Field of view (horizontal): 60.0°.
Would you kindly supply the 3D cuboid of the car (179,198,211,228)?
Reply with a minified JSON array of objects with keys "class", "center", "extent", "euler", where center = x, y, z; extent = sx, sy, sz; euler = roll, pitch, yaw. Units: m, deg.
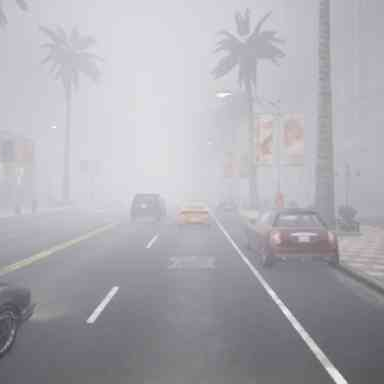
[{"class":"car","center":[0.184,1.384,21.631],"extent":[1.882,1.535,5.008],"euler":[0,0,1]}]

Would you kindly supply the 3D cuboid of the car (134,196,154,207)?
[{"class":"car","center":[-6.654,1.292,46.607],"extent":[2.128,1.511,4.902],"euler":[0,0,1]}]

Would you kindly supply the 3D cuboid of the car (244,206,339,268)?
[{"class":"car","center":[3.097,1.306,11.296],"extent":[2.185,1.767,4.553],"euler":[0,0,0]}]

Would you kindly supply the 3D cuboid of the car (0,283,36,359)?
[{"class":"car","center":[-3.401,1.535,2.821],"extent":[2.033,1.411,5.357],"euler":[0,0,0]}]

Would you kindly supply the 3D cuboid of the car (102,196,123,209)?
[{"class":"car","center":[-10.227,1.306,43.101],"extent":[2.128,1.511,4.902],"euler":[0,0,1]}]

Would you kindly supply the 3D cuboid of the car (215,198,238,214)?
[{"class":"car","center":[3.404,1.370,33.226],"extent":[2.161,1.482,4.786],"euler":[0,0,0]}]

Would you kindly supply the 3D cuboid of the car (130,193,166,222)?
[{"class":"car","center":[-3.273,1.110,25.611],"extent":[2.150,2.045,5.566],"euler":[0,0,1]}]
